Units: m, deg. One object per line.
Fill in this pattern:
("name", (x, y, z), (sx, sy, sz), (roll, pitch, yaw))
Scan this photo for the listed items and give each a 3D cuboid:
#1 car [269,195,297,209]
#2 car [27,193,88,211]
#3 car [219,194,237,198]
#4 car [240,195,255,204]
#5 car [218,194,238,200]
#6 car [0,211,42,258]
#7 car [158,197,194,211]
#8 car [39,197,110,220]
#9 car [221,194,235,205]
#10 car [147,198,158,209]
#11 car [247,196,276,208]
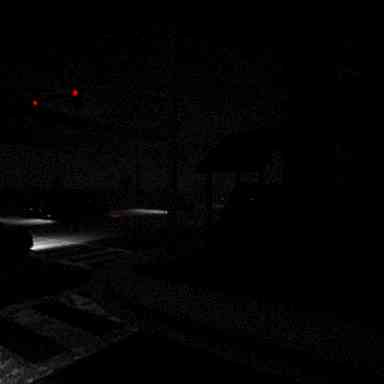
("car", (12.527, 1.262, 45.590), (2.097, 1.767, 4.553), (0, 0, 36))
("car", (-11.769, 1.073, 29.891), (2.150, 2.045, 5.566), (0, 0, 36))
("car", (9.490, 1.054, 88.330), (4.536, 1.218, 1.853), (0, 0, -26))
("car", (9.547, 1.264, 53.549), (2.097, 1.767, 4.553), (0, 0, 36))
("car", (9.536, 1.212, 88.354), (4.974, 1.542, 2.038), (0, 0, -26))
("car", (-6.852, 1.500, 10.408), (1.994, 1.385, 4.181), (0, 0, 4))
("car", (-1.533, 1.434, 38.199), (1.994, 1.385, 4.181), (0, 0, 36))
("car", (-9.288, 1.418, 27.338), (2.033, 1.411, 5.357), (0, 0, 35))
("car", (6.698, 1.211, 55.582), (2.097, 1.767, 4.553), (0, 0, 36))
("car", (-3.594, 1.377, 41.333), (1.812, 1.442, 4.674), (0, 0, 35))
("car", (7.231, 1.435, 32.069), (1.837, 1.490, 4.892), (0, 0, 36))
